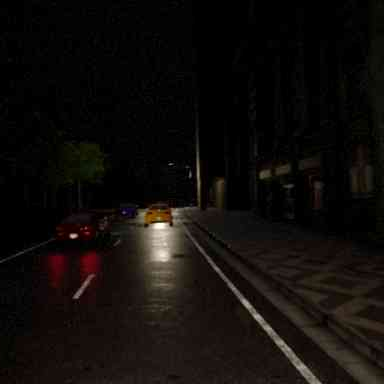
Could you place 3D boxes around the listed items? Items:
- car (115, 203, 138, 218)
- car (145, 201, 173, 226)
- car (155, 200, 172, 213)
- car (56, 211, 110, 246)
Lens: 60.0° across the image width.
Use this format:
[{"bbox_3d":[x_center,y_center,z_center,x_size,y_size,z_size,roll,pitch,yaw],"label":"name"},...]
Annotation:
[{"bbox_3d":[-6.626,1.820,34.107,1.882,1.535,5.008,-1,-1,-4],"label":"car"},{"bbox_3d":[-2.422,1.611,24.517,1.882,1.535,5.008,-1,0,-5],"label":"car"},{"bbox_3d":[-3.635,1.868,43.261,1.882,1.535,5.008,-1,-1,-2],"label":"car"},{"bbox_3d":[-5.138,1.657,16.033,1.812,1.442,4.674,-1,0,-6],"label":"car"}]
